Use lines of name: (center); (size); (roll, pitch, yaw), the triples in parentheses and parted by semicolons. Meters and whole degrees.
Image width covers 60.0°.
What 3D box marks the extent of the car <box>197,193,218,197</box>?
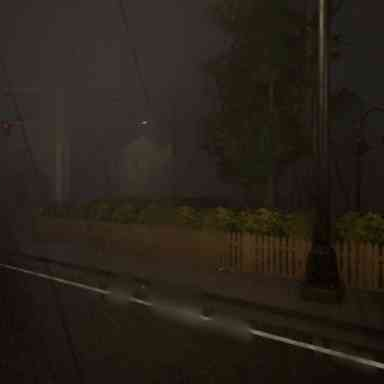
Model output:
car: (2.246, 1.173, 52.448); (2.150, 2.045, 5.566); (0, 0, 35)
